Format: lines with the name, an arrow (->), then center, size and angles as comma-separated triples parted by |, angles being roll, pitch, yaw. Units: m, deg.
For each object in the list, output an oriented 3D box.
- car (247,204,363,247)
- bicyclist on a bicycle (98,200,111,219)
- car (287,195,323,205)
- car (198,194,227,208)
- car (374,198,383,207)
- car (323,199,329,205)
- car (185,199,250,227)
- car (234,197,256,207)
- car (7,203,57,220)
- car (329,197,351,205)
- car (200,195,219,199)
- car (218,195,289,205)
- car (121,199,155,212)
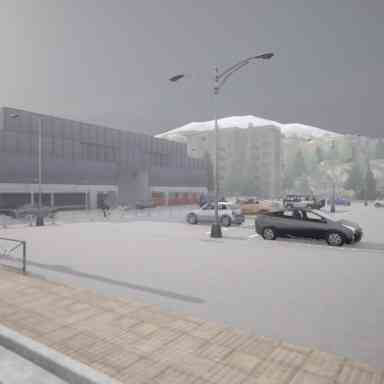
car -> 5.098, 1.490, 14.879 | 4.514, 1.523, 2.007 | 0, 0, 35
bicyclist on a bicycle -> -7.368, 1.477, 27.820 | 1.656, 1.620, 0.582 | 0, 0, 35
car -> 12.324, 1.269, 37.800 | 3.866, 1.878, 1.905 | 0, 0, 35
car -> 3.496, 1.452, 55.880 | 2.150, 2.045, 5.566 | 0, 0, 35
car -> 28.863, 1.576, 48.759 | 3.806, 1.475, 1.970 | 0, 0, 35
car -> 13.669, 1.289, 40.409 | 4.605, 1.855, 1.932 | 0, 0, 35
car -> 1.469, 1.424, 21.946 | 3.806, 1.475, 1.970 | 0, 0, 35
car -> 9.262, 1.702, 57.956 | 1.812, 1.442, 4.674 | 0, 0, 35
car -> -14.615, 1.740, 30.538 | 1.994, 1.385, 4.181 | 0, 0, 35
car -> 24.536, 1.565, 55.484 | 3.633, 1.501, 1.845 | 0, 0, 35
car -> 3.207, 1.398, 49.368 | 2.150, 2.045, 5.566 | 0, 0, 37
car -> 4.920, 1.345, 27.366 | 5.027, 1.636, 2.152 | 0, 0, 35
car -> -6.675, 1.666, 41.714 | 2.128, 1.511, 4.902 | 0, 0, 35
